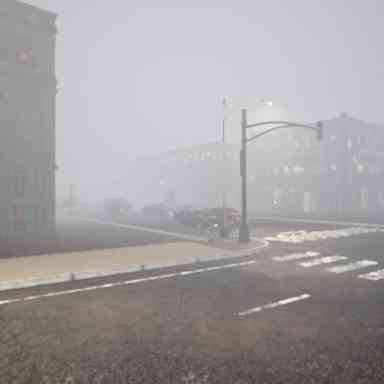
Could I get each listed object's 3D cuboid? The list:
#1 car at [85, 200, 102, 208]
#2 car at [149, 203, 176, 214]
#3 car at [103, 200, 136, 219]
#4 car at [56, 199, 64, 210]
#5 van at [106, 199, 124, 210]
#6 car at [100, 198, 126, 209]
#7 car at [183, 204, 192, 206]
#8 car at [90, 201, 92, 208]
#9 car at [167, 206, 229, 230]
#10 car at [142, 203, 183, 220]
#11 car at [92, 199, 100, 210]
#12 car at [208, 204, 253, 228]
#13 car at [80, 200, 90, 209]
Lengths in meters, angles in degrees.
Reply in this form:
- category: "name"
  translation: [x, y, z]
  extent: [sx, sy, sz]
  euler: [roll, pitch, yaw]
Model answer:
- category: "car"
  translation: [-20.089, 2.430, 67.617]
  extent: [1.887, 1.381, 4.507]
  euler: [-1, 0, -36]
- category: "car"
  translation: [-4.012, 2.167, 45.089]
  extent: [1.802, 1.307, 4.206]
  euler: [-1, 0, -36]
- category: "car"
  translation: [-7.621, 1.974, 35.715]
  extent: [1.967, 1.590, 4.097]
  euler: [-1, 0, -36]
- category: "car"
  translation: [-23.597, 2.362, 58.104]
  extent: [1.752, 1.417, 4.829]
  euler: [-1, 0, -36]
- category: "van"
  translation: [-13.662, 2.109, 58.607]
  extent: [1.690, 1.788, 3.998]
  euler: [-1, 0, -36]
- category: "car"
  translation: [-9.433, 1.828, 42.766]
  extent: [2.150, 2.045, 5.566]
  euler: [0, -1, -35]
- category: "car"
  translation: [-0.798, 2.104, 40.584]
  extent: [1.802, 1.307, 4.206]
  euler: [-1, 0, -36]
- category: "car"
  translation: [-16.878, 2.142, 63.112]
  extent: [2.192, 1.841, 5.009]
  euler: [-1, 0, -36]
- category: "car"
  translation: [0.343, 1.940, 24.349]
  extent: [1.947, 1.339, 4.313]
  euler: [-1, 0, -36]
- category: "car"
  translation: [-3.394, 1.980, 34.269]
  extent: [2.128, 1.511, 4.902]
  euler: [0, -1, -36]
- category: "car"
  translation: [-14.080, 2.231, 54.755]
  extent: [2.128, 1.511, 4.902]
  euler: [0, -1, -36]
- category: "car"
  translation: [2.650, 1.894, 25.808]
  extent: [1.812, 1.442, 4.674]
  euler: [0, -1, -35]
- category: "car"
  translation: [-19.905, 2.339, 62.918]
  extent: [2.128, 1.511, 4.902]
  euler: [0, -1, -36]
